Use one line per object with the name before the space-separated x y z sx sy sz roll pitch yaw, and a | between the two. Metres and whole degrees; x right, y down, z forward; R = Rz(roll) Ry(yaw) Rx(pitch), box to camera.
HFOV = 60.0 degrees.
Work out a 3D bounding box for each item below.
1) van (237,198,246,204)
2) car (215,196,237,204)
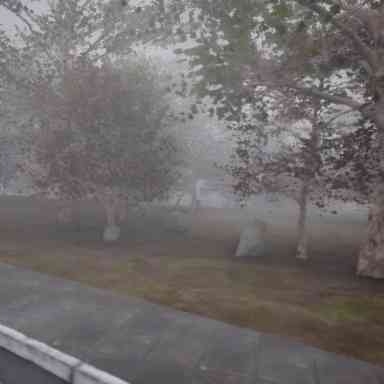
van | 12.497 2.306 93.069 1.878 1.987 4.442 6 1 45
car | 8.679 2.022 89.179 2.435 2.045 5.566 6 1 45
